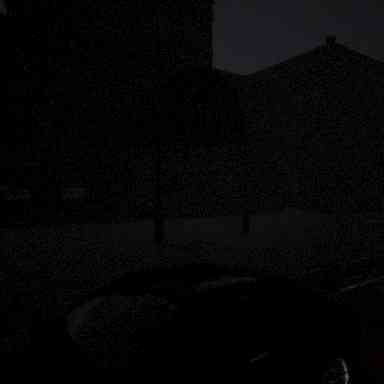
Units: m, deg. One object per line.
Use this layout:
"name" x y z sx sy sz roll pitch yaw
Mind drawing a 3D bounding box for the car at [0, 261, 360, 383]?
"car" -0.173 1.518 3.254 4.674 1.442 1.812 0 0 -35
